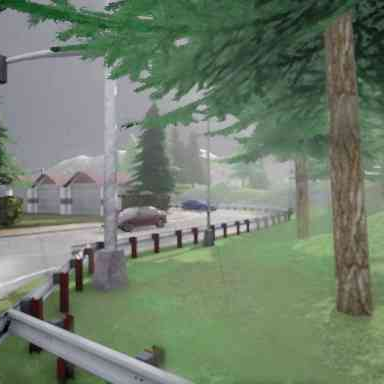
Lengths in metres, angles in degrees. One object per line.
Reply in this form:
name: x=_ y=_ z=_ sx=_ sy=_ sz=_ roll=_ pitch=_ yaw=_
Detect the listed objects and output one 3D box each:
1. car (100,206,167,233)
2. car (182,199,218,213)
car: x=-3.422 y=1.594 z=20.502 sx=1.812 sy=1.442 sz=4.674 roll=0 pitch=0 yaw=36
car: x=0.876 y=1.596 z=39.382 sx=1.882 sy=1.535 sz=5.008 roll=1 pitch=-1 yaw=-42
